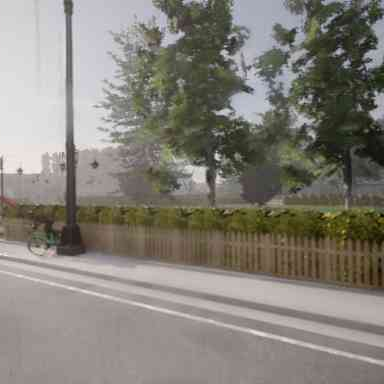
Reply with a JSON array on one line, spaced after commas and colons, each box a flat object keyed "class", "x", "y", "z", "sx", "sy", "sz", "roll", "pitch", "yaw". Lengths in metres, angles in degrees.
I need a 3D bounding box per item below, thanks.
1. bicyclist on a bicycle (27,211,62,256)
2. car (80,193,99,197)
[{"class": "bicyclist on a bicycle", "x": -5.171, "y": 1.367, "z": 11.658, "sx": 0.582, "sy": 1.620, "sz": 1.656, "roll": -33, "pitch": -9, "yaw": 29}, {"class": "car", "x": -21.915, "y": 1.147, "z": 69.706, "sx": 2.150, "sy": 2.045, "sz": 5.566, "roll": -1, "pitch": 0, "yaw": 34}]
